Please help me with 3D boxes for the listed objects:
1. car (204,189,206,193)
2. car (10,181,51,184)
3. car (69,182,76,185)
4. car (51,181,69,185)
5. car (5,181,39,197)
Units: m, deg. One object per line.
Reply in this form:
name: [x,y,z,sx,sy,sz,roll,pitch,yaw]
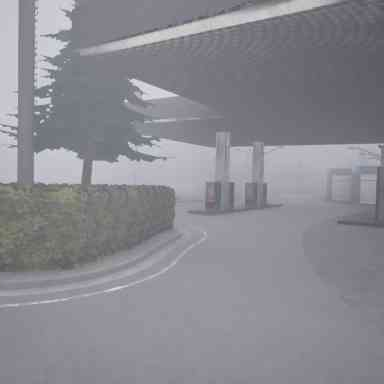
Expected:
car: [4.868,-0.306,65.621,5.027,1.636,2.152,2,2,35]
car: [-17.252,-0.182,35.232,3.866,1.878,1.905,2,2,35]
car: [-25.457,-1.284,68.090,4.605,1.855,1.932,2,2,35]
car: [-26.795,-1.260,65.478,3.866,1.878,1.905,2,2,35]
car: [-21.784,-0.469,42.450,4.605,1.855,1.932,2,2,35]
